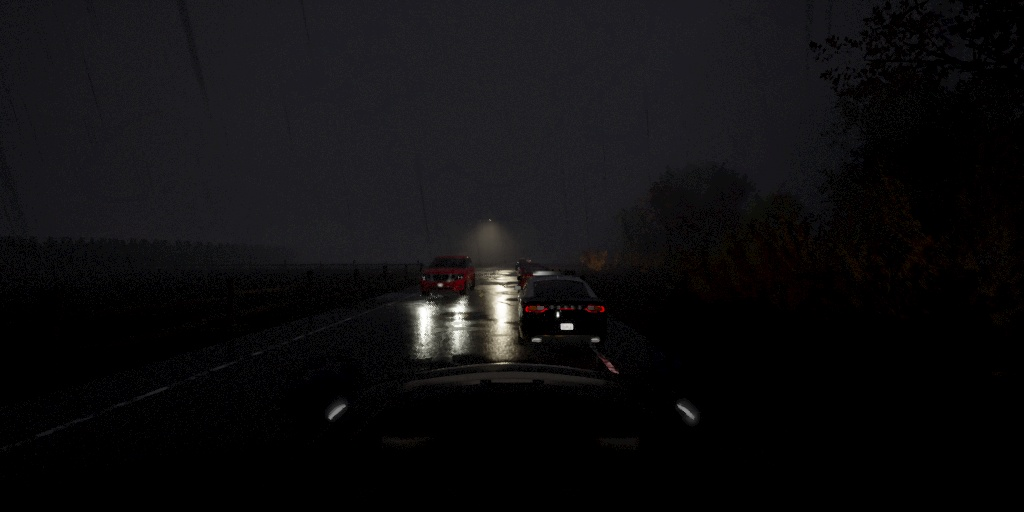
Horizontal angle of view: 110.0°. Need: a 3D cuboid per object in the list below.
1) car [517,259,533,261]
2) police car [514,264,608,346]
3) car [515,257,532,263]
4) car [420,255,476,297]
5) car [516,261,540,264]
[{"bbox_3d":[1.421,1.219,25.410,1.882,1.535,5.008,0,0,2],"label":"car"},{"bbox_3d":[1.098,1.173,9.576,1.930,1.638,5.238,0,0,1],"label":"police car"},{"bbox_3d":[1.444,1.228,49.164,1.837,1.490,4.892,0,0,4],"label":"car"},{"bbox_3d":[-3.251,0.964,19.248,2.150,2.045,5.566,0,0,1],"label":"car"},{"bbox_3d":[1.265,1.222,19.432,1.882,1.535,5.008,0,0,1],"label":"car"}]
